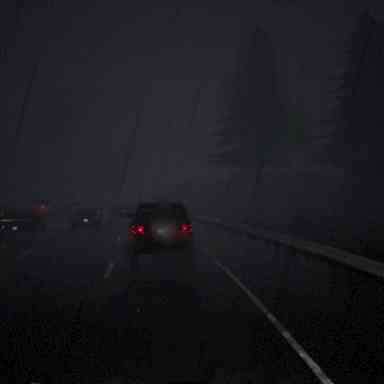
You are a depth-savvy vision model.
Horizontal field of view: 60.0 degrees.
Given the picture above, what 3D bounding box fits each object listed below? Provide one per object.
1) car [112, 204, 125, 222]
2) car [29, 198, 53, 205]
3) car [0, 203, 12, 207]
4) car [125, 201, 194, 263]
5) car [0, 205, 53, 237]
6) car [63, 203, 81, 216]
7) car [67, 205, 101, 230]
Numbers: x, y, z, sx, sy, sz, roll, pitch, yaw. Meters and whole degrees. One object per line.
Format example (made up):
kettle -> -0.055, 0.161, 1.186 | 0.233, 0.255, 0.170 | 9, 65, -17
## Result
car -> -6.240, 1.859, 30.659 | 2.128, 1.511, 4.902 | 0, -1, -21
car -> -16.626, 1.718, 36.718 | 2.150, 2.045, 5.566 | 0, 0, -27
car -> -20.092, 2.009, 35.766 | 1.837, 1.490, 4.892 | 0, -1, -28
car -> -1.332, 1.370, 12.943 | 2.150, 2.045, 5.566 | 0, -1, -9
car -> -10.152, 1.771, 20.235 | 2.128, 1.511, 4.902 | 0, -1, -15
car -> -13.979, 1.995, 39.039 | 2.128, 1.511, 4.902 | 0, -1, -28
car -> -7.579, 1.866, 23.822 | 1.994, 1.385, 4.181 | 0, -1, -17
